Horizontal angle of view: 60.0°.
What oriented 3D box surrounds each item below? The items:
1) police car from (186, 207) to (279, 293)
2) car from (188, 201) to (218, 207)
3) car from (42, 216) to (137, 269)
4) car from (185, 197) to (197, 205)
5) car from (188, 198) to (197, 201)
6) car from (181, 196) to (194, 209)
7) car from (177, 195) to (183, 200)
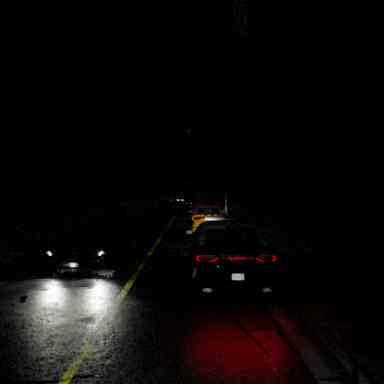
[{"bbox_3d":[0.876,1.424,8.965,1.930,1.638,5.238,0,0,0],"label":"police car"},{"bbox_3d":[0.848,1.475,18.857,1.882,1.535,5.008,0,0,0],"label":"car"},{"bbox_3d":[-3.131,1.545,11.425,2.033,1.411,5.357,0,0,0],"label":"car"},{"bbox_3d":[-0.168,1.552,60.380,1.994,1.385,4.181,0,0,0],"label":"car"},{"bbox_3d":[0.831,1.475,24.857,1.882,1.535,5.008,0,0,0],"label":"car"},{"bbox_3d":[-0.122,1.544,45.759,2.033,1.411,5.357,0,0,0],"label":"car"},{"bbox_3d":[-3.259,1.495,93.312,1.994,1.385,4.181,0,0,0],"label":"car"}]
